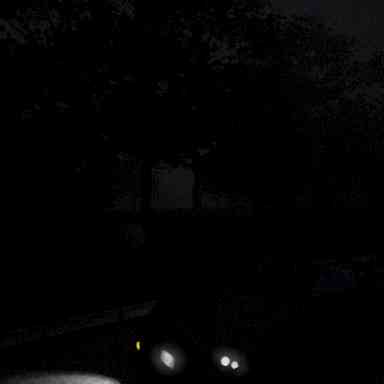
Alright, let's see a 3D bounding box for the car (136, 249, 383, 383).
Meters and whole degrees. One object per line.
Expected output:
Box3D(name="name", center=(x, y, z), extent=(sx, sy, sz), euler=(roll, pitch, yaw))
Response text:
Box3D(name="car", center=(1.364, 1.566, 4.650), extent=(4.181, 1.385, 1.994), euler=(0, 0, -36))
